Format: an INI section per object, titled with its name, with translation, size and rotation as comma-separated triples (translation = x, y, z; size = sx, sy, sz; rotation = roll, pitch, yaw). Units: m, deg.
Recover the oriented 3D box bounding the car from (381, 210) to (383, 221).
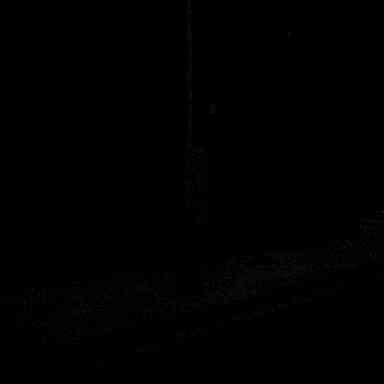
[car]
translation = 14.612, 1.478, 21.468
size = 1.994, 1.385, 4.181
rotation = 0, 1, -36
